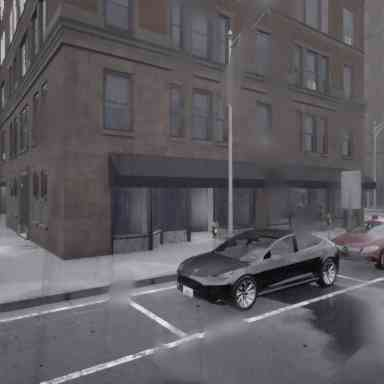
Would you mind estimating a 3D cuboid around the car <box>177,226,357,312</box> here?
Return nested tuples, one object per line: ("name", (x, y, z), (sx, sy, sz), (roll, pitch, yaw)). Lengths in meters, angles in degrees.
("car", (1.695, 1.566, 7.744), (4.313, 1.339, 1.947), (0, 0, -36))

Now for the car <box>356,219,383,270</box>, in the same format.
("car", (6.174, 1.582, 10.939), (4.206, 1.307, 1.802), (0, 0, -35))
